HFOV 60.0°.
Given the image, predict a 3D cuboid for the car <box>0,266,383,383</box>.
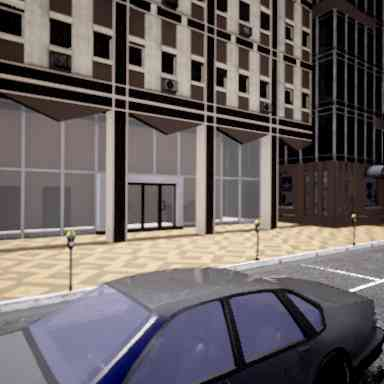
[{"bbox_3d":[-0.182,1.558,3.249,5.357,1.411,2.033,0,0,-36],"label":"car"}]
